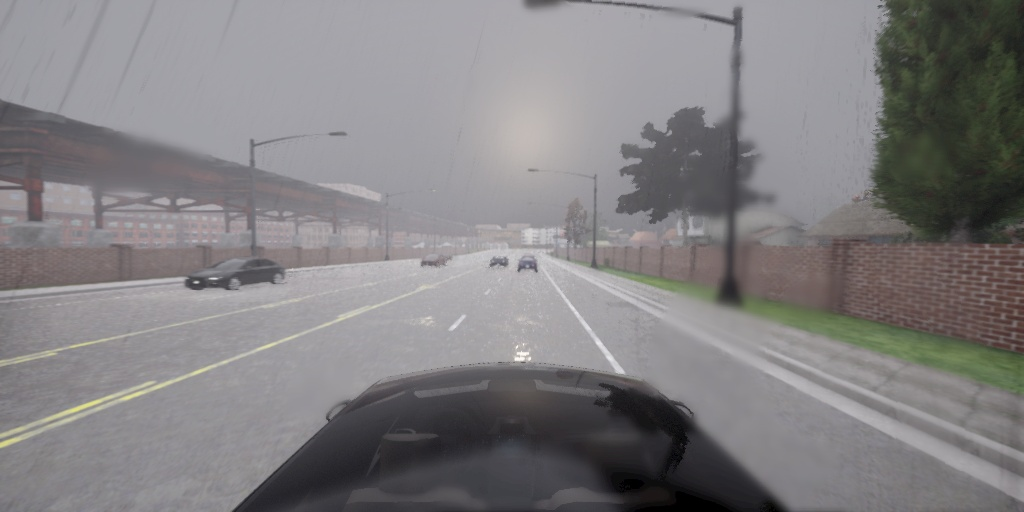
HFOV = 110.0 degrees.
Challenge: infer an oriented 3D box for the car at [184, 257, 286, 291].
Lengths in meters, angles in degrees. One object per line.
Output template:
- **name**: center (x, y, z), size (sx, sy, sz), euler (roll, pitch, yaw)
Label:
- **car**: center (-13.481, 0.841, 17.855), size (1.837, 1.490, 4.892), euler (1, 1, 3)

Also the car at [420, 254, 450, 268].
- **car**: center (-8.879, 0.475, 40.666), size (1.882, 1.535, 5.008), euler (1, 1, 3)

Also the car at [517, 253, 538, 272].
- **car**: center (1.522, 0.729, 35.220), size (1.812, 1.442, 4.674), euler (1, 1, 3)

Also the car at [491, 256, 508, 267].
- **car**: center (-1.469, 0.628, 43.688), size (1.895, 1.301, 4.718), euler (1, 1, 2)

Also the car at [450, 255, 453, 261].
- **car**: center (-11.440, 0.234, 60.647), size (1.895, 1.301, 4.718), euler (1, 1, 3)
